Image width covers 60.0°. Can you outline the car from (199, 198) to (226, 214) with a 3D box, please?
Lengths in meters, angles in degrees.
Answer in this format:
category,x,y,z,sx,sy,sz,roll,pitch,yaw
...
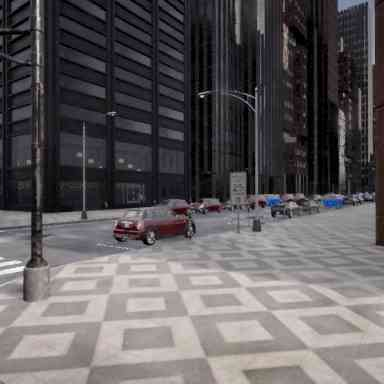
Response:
category,x,y,z,sx,sy,sz,roll,pitch,yaw
car,1.351,1.383,33.879,1.967,1.590,4.097,0,0,36

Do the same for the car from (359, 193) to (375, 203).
category,x,y,z,sx,sy,sz,roll,pitch,yaw
car,34.483,1.368,65.345,1.887,1.381,4.507,0,0,36

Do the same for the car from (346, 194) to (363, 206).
category,x,y,z,sx,sy,sz,roll,pitch,yaw
car,24.658,1.418,51.683,1.947,1.339,4.313,0,0,36

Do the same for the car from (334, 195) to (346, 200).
category,x,y,z,sx,sy,sz,roll,pitch,yaw
car,37.380,1.394,83.972,1.947,1.339,4.313,0,0,36

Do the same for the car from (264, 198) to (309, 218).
category,x,y,z,sx,sy,sz,roll,pitch,yaw
car,8.282,1.462,28.916,2.008,1.369,4.403,0,0,36

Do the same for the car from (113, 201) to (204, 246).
category,x,y,z,sx,sy,sz,roll,pitch,yaw
car,-1.543,1.393,15.255,1.967,1.590,4.097,0,0,36

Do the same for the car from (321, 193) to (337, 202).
category,x,y,z,sx,sy,sz,roll,pitch,yaw
car,30.829,1.160,74.864,2.192,1.841,5.009,0,0,36

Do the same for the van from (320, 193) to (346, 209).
category,x,y,z,sx,sy,sz,roll,pitch,yaw
van,18.107,1.216,42.576,1.690,1.788,3.998,0,0,36

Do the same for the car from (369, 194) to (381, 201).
category,x,y,z,sx,sy,sz,roll,pitch,yaw
car,41.033,1.246,74.452,1.967,1.590,4.097,0,0,36

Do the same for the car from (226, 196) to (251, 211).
category,x,y,z,sx,sy,sz,roll,pitch,yaw
car,4.626,1.480,38.433,2.008,1.369,4.403,0,0,36

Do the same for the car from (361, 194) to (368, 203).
category,x,y,z,sx,sy,sz,roll,pitch,yaw
car,27.933,1.408,56.237,1.947,1.339,4.313,0,0,36

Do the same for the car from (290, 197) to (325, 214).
category,x,y,z,sx,sy,sz,roll,pitch,yaw
car,11.557,1.465,33.470,1.947,1.339,4.313,0,0,36

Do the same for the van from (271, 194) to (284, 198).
category,x,y,z,sx,sy,sz,roll,pitch,yaw
van,11.176,1.246,47.540,1.690,1.788,3.998,0,0,36

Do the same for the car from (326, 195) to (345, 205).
category,x,y,z,sx,sy,sz,roll,pitch,yaw
car,23.762,1.336,54.997,1.882,1.535,5.008,0,0,36

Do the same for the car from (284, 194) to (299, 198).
category,x,y,z,sx,sy,sz,roll,pitch,yaw
car,14.452,1.209,52.095,2.192,1.841,5.009,0,0,36

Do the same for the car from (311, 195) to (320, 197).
category,x,y,z,sx,sy,sz,roll,pitch,yaw
car,24.278,1.304,65.756,1.967,1.590,4.097,0,0,36

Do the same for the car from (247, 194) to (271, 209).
category,x,y,z,sx,sy,sz,roll,pitch,yaw
car,7.901,1.232,42.987,2.192,1.841,5.009,0,0,36

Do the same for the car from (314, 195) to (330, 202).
category,x,y,z,sx,sy,sz,roll,pitch,yaw
car,27.554,1.405,70.310,2.008,1.369,4.403,0,0,36

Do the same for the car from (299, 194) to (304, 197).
category,x,y,z,sx,sy,sz,roll,pitch,yaw
car,17.727,1.198,56.648,2.192,1.841,5.009,0,0,36
